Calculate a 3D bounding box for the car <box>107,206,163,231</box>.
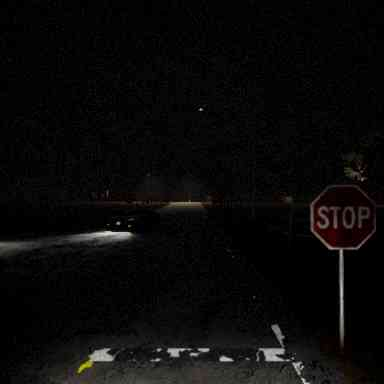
[{"bbox_3d":[-3.479,1.604,20.982,1.994,1.385,4.181,1,0,22],"label":"car"}]
